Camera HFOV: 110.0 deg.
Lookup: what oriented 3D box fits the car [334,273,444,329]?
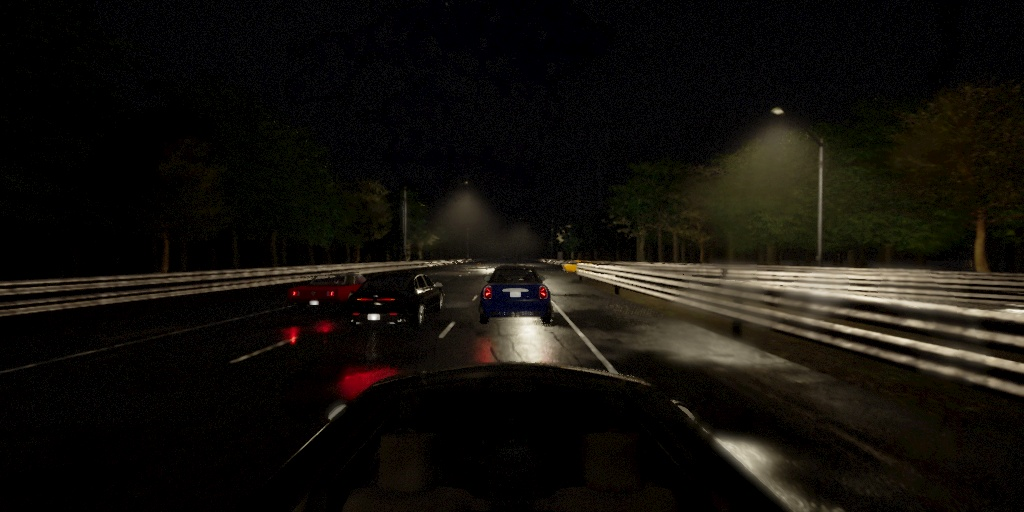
[{"bbox_3d":[-3.398,1.252,11.242,1.837,1.490,4.892,0,0,0],"label":"car"}]

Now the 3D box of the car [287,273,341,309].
[{"bbox_3d":[-6.898,1.346,14.745,1.895,1.301,4.718,0,0,0],"label":"car"}]

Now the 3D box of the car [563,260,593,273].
[{"bbox_3d":[7.647,1.272,41.630,1.882,1.535,5.008,0,0,-18],"label":"car"}]

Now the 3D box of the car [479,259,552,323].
[{"bbox_3d":[0.100,1.098,12.199,2.097,1.767,4.553,0,0,0],"label":"car"}]
